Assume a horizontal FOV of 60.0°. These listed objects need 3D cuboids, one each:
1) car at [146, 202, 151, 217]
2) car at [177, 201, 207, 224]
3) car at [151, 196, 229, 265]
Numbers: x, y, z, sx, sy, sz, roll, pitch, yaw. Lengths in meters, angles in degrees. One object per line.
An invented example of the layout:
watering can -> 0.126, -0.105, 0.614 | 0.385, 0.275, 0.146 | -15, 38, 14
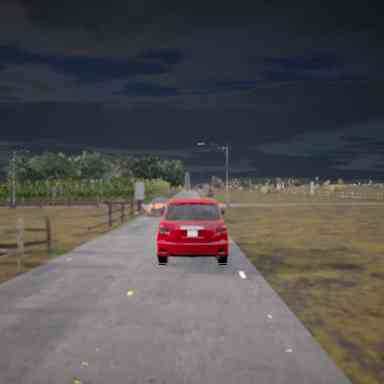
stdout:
car -> -2.790, 1.234, 29.760 | 2.097, 1.767, 4.553 | 0, 1, 1
car -> 0.027, 1.471, 25.671 | 2.033, 1.411, 5.357 | 0, 1, 0
car -> 0.035, 1.220, 11.854 | 2.150, 2.045, 5.566 | 0, 0, 0
